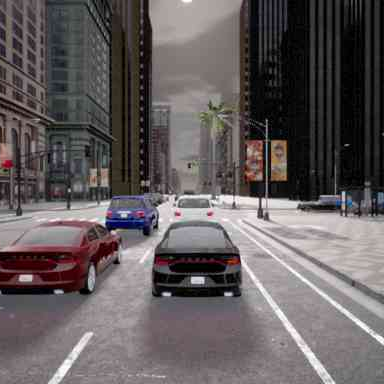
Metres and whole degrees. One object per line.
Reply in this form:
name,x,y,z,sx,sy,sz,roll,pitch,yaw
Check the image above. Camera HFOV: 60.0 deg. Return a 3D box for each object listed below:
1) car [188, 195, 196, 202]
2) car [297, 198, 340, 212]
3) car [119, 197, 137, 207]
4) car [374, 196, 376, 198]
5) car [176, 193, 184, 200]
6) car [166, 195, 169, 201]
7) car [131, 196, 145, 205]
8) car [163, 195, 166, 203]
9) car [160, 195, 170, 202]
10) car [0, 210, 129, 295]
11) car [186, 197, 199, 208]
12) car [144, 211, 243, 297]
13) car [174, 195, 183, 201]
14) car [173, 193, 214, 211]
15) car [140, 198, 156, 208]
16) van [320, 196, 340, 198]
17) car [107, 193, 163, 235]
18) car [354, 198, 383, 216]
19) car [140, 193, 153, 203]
car,-0.044,1.479,78.089,1.882,1.535,5.008,0,0,0
car,14.236,1.582,37.133,4.718,1.301,1.895,0,0,0
car,-9.912,1.491,51.832,2.128,1.511,4.902,0,0,-3
car,22.721,1.283,39.801,5.009,1.841,2.192,0,0,0
car,-3.301,1.190,92.029,2.097,1.767,4.553,0,0,0
car,-6.539,1.596,70.422,1.895,1.301,4.718,0,0,0
car,-9.847,1.526,61.476,1.812,1.442,4.674,0,0,0
car,-6.605,1.222,60.351,2.150,2.045,5.566,0,0,1
car,-6.545,1.527,80.616,2.128,1.511,4.902,0,0,0
car,-3.155,1.477,8.761,1.882,1.535,5.008,0,0,0
car,0.040,1.504,48.316,1.837,1.490,4.892,-1,0,-1
car,0.094,1.477,8.609,1.882,1.535,5.008,0,0,0
car,-3.296,1.493,81.639,1.837,1.490,4.892,0,0,0
car,0.091,1.220,18.568,2.150,2.045,5.566,0,0,0
car,-6.607,1.601,50.583,1.895,1.301,4.718,0,0,-1
van,17.044,1.313,39.796,3.998,1.788,1.690,0,0,0
car,-3.189,1.220,18.626,2.150,2.045,5.566,0,0,2
car,17.053,1.548,31.272,4.403,1.369,2.008,0,0,0
car,-9.791,1.226,71.875,2.150,2.045,5.566,0,0,0
